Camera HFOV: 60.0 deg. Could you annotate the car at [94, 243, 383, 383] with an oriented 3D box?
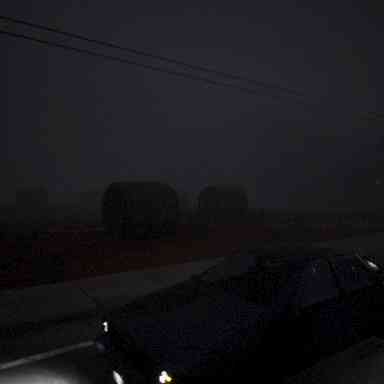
[{"bbox_3d":[1.419,1.538,4.967,5.357,1.411,2.033,0,0,-35],"label":"car"}]
